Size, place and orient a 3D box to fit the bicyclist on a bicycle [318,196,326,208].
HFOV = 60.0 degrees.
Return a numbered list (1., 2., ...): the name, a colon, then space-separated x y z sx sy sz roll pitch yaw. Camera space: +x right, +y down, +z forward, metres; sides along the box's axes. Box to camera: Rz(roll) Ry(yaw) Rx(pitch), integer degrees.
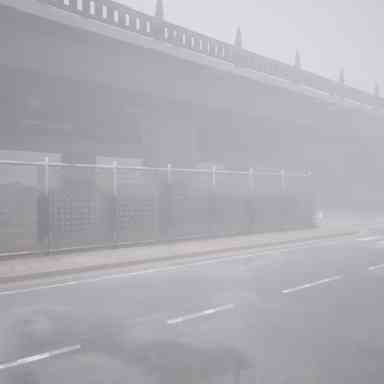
1. bicyclist on a bicycle: 16.684 1.301 42.717 1.656 1.620 0.582 0 0 -36
